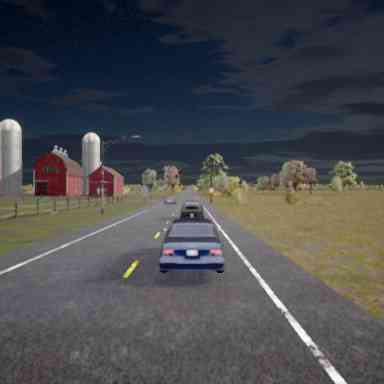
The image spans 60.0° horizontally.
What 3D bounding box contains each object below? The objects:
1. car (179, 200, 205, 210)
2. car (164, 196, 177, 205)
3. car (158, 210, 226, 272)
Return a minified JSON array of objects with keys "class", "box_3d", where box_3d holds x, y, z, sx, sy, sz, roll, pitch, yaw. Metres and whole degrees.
[{"class":"car","box_3d":[0.011,1.461,27.825,1.837,1.490,4.892,0,0,0]},{"class":"car","box_3d":[-3.616,1.384,55.610,2.128,1.511,4.902,0,0,0]},{"class":"car","box_3d":[0.010,1.532,10.675,2.033,1.411,5.357,0,0,0]}]
